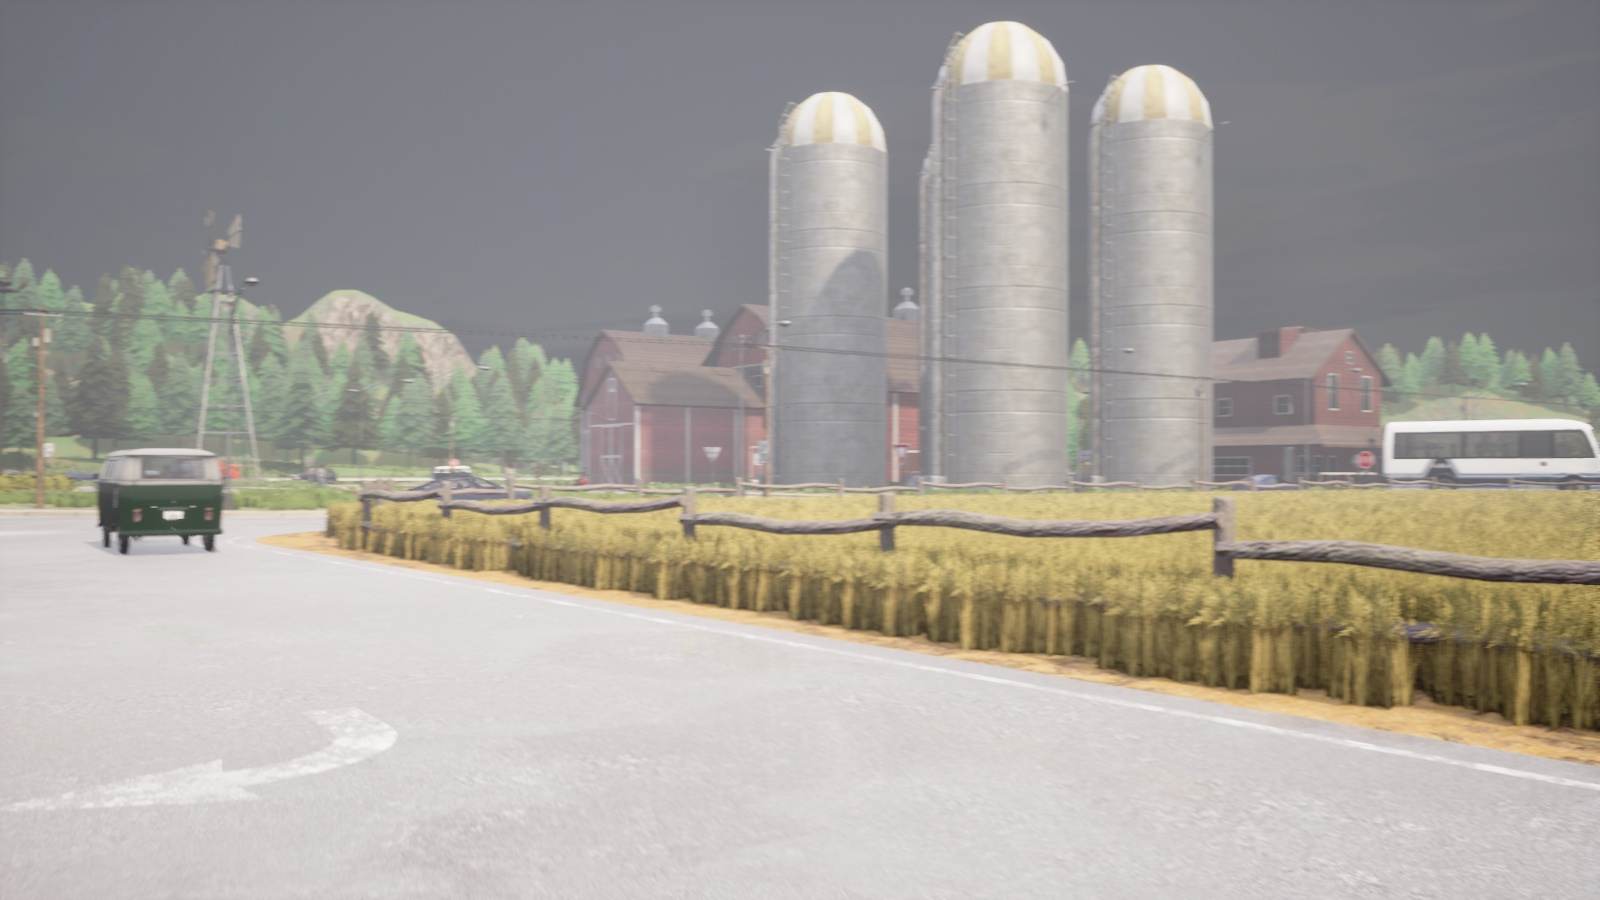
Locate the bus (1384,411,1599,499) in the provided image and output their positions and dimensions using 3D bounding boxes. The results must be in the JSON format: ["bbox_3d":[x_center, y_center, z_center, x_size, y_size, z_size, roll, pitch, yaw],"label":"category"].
[{"bbox_3d":[35.796,0.323,64.312,10.273,4.253,3.944,-1,-1,31],"label":"bus"}]

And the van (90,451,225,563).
[{"bbox_3d":[-12.744,1.055,24.762,1.775,1.987,4.442,0,-1,-35],"label":"van"}]

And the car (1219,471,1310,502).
[{"bbox_3d":[22.760,1.757,61.488,4.674,1.442,1.812,1,-1,-35],"label":"car"}]

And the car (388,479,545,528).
[{"bbox_3d":[-10.109,1.580,38.243,4.181,1.385,1.994,1,-1,-41],"label":"car"}]
